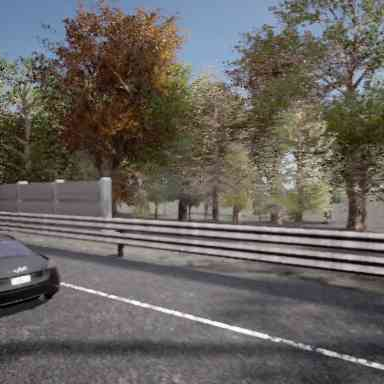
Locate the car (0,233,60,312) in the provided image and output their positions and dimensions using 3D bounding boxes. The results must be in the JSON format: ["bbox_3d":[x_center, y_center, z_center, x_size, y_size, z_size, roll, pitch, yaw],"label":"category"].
[{"bbox_3d":[-4.789,1.610,7.293,4.181,1.385,1.994,-1,0,35],"label":"car"}]
